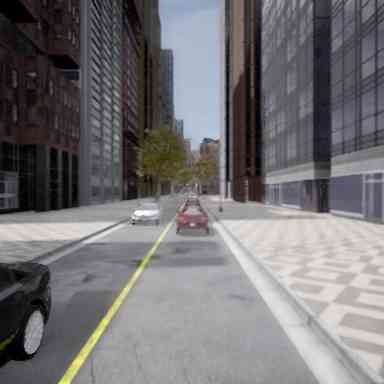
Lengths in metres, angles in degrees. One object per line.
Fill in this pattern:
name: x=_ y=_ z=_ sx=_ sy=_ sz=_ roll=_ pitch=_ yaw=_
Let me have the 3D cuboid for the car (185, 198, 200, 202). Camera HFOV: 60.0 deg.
car: x=0.096 y=1.471 z=43.779 sx=2.128 sy=1.511 sz=4.902 roll=0 pitch=0 yaw=0

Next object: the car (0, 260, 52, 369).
car: x=-3.089 y=1.476 z=3.107 sx=1.882 sy=1.535 sz=5.008 roll=0 pitch=0 yaw=0

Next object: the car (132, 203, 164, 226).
car: x=-3.065 y=1.514 z=23.746 sx=1.812 sy=1.442 sz=4.674 roll=0 pitch=0 yaw=0

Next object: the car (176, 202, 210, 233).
car: x=0.054 y=1.516 z=19.417 sx=1.812 sy=1.442 sz=4.674 roll=0 pitch=0 yaw=0
